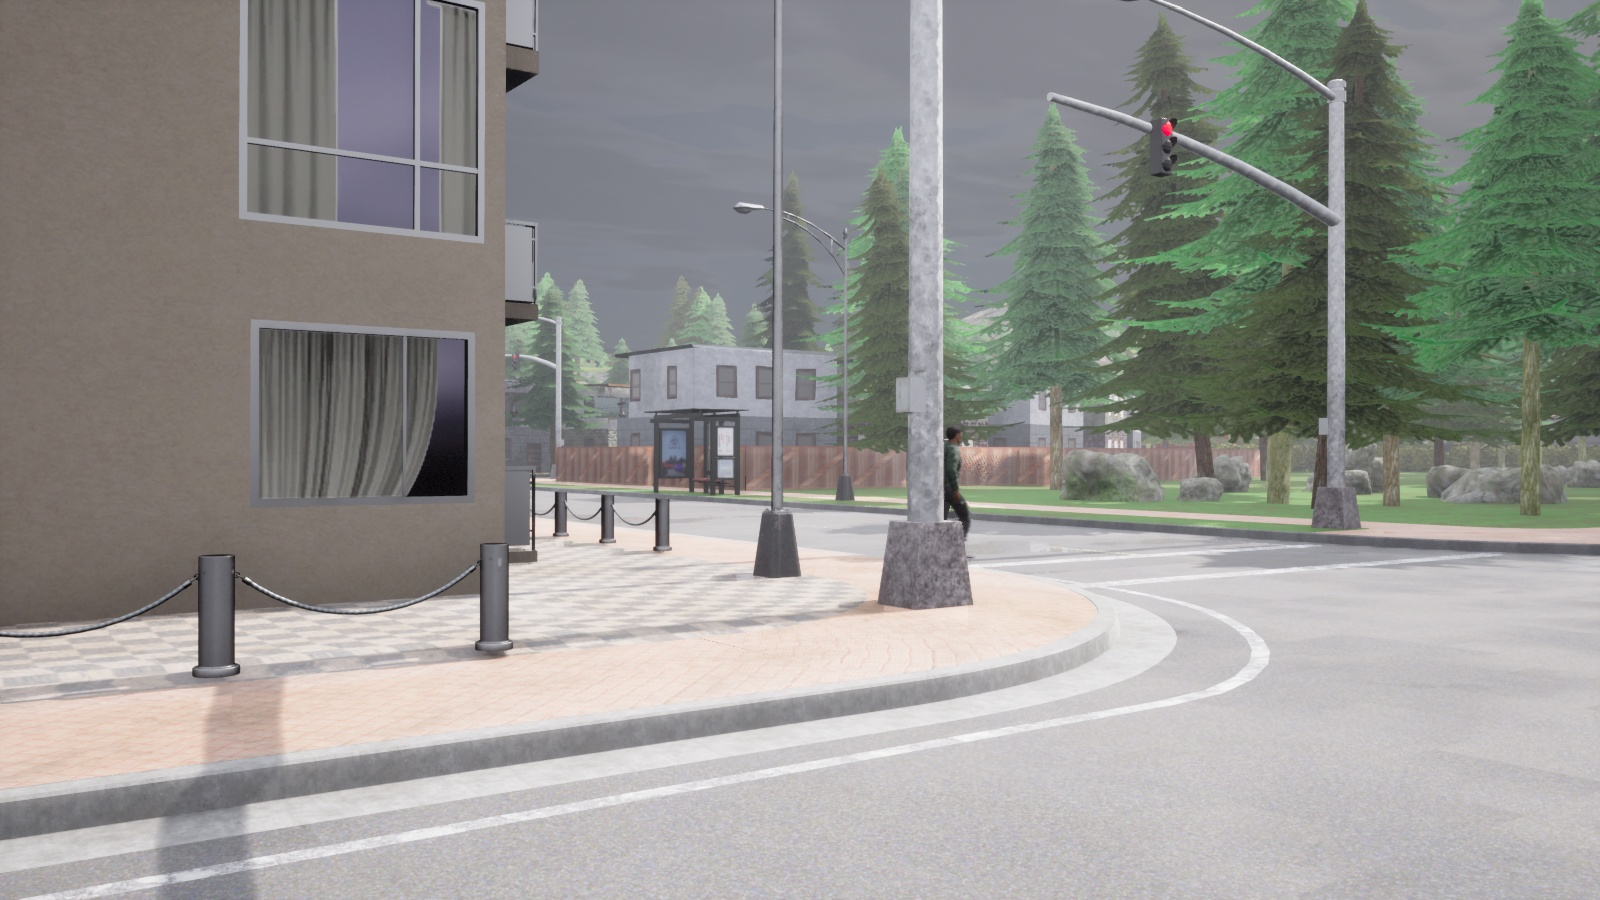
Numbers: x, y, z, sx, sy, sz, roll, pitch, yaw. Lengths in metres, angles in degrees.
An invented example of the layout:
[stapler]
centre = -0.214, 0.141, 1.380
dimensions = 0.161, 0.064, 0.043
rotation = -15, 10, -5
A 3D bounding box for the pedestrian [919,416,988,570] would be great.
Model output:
[pedestrian]
centre = 1.993, 0.547, 16.304
dimensions = 0.788, 1.949, 0.423
rotation = 0, 0, -26
